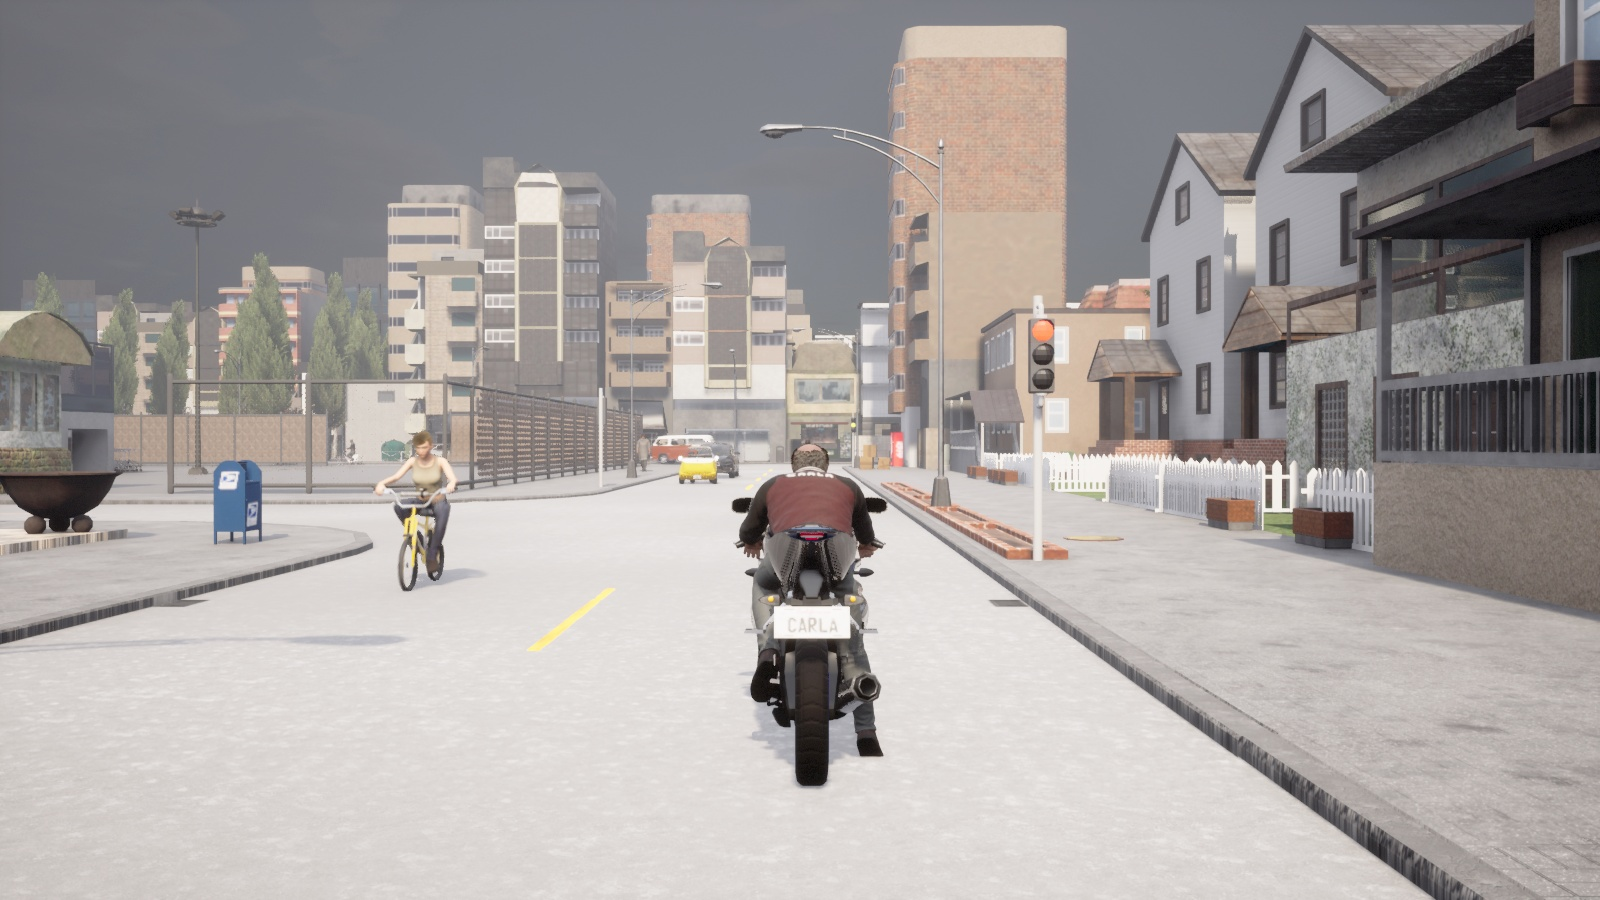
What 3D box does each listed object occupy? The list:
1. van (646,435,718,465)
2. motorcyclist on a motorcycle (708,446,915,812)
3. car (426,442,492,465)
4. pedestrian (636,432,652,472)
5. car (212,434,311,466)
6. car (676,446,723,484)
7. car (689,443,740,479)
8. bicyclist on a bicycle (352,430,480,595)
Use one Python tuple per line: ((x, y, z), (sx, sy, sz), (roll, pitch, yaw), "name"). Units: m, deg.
((-8.045, -0.022, 85.909), (4.480, 2.038, 2.069), (0, 0, 11), "van")
((0.050, 0.746, 6.352), (0.866, 1.530, 2.191), (0, 0, 0), "motorcyclist on a motorcycle")
((-22.269, 0.230, 82.157), (3.806, 1.475, 1.970), (0, 0, 1), "car")
((-7.592, 0.105, 61.056), (0.659, 1.952, 0.873), (0, 0, 0), "pedestrian")
((-35.234, -0.027, 82.259), (5.566, 2.045, 2.150), (0, 0, 1), "car")
((-3.681, 0.537, 46.247), (1.481, 1.376, 2.207), (0, 0, 1), "car")
((-3.660, 0.441, 54.512), (1.837, 1.490, 4.892), (0, 0, 1), "car")
((-3.935, 0.606, 12.992), (0.866, 1.612, 1.509), (0, 0, 0), "bicyclist on a bicycle")
